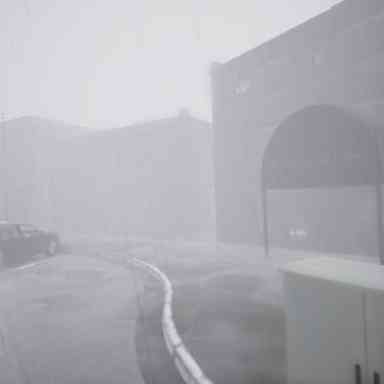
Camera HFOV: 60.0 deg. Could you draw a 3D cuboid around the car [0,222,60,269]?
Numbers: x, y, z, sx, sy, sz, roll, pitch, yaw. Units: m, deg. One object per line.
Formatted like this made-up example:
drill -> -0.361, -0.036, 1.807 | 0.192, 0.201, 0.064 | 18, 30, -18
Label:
car -> -6.977, 1.857, 12.520 | 2.231, 1.521, 4.892 | -1, -2, 12
